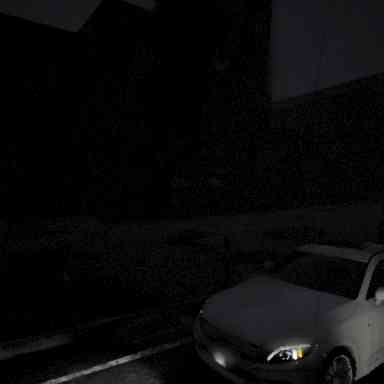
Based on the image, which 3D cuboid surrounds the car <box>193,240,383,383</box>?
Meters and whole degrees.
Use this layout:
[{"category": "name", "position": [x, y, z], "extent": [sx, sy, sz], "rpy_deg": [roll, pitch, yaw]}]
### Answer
[{"category": "car", "position": [2.200, 1.517, 4.945], "extent": [4.674, 1.442, 1.812], "rpy_deg": [0, 0, -35]}]
